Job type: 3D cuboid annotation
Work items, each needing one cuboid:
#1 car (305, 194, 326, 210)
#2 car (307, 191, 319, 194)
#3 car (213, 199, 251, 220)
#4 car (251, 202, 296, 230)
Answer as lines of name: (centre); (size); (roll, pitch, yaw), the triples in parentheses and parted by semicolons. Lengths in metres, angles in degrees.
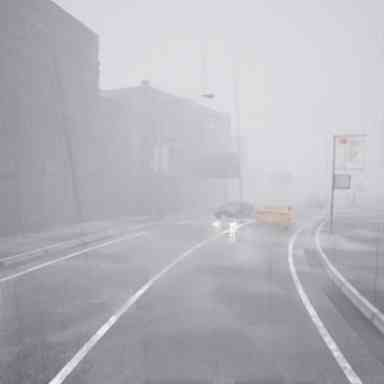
car: (14.775, 1.271, 39.640); (1.994, 1.385, 4.181); (3, 2, 28)
car: (22.852, 0.534, 62.685); (1.837, 1.490, 4.892); (3, 3, 28)
car: (3.371, 1.290, 25.660); (2.033, 1.411, 5.357); (3, 2, 26)
car: (5.404, 1.396, 21.060); (1.882, 1.535, 5.008); (2, 1, 23)
